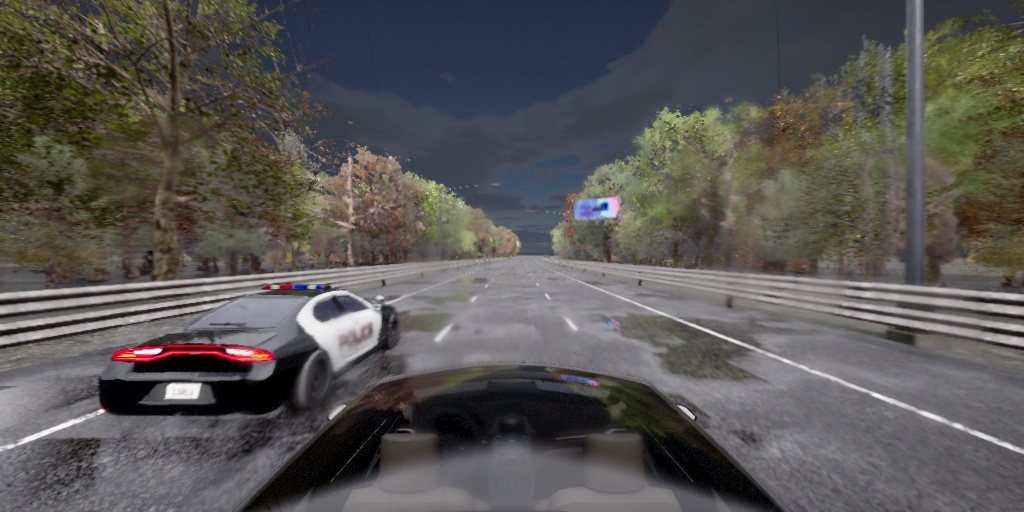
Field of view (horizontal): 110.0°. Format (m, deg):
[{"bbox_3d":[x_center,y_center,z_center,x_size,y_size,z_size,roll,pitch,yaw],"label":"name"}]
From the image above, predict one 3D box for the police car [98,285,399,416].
[{"bbox_3d":[-3.504,1.265,6.237,2.038,1.542,4.974,0,0,0],"label":"police car"}]
